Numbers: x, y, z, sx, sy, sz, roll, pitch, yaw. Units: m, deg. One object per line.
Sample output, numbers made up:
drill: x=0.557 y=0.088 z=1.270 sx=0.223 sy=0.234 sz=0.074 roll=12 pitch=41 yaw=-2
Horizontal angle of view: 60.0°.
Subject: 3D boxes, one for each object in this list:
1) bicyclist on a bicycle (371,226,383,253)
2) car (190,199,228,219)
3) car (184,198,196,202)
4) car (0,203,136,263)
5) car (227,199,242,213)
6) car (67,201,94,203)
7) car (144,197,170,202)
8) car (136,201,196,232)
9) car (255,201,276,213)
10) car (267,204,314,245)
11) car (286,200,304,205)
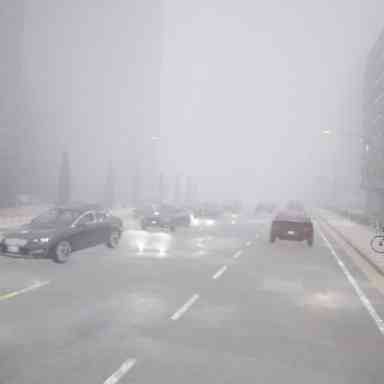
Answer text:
bicyclist on a bicycle: x=7.764 y=1.575 z=12.713 sx=1.656 sy=1.620 sz=0.582 roll=2 pitch=0 yaw=17
car: x=1.511 y=1.584 z=29.457 sx=1.994 sy=1.385 sz=4.181 roll=2 pitch=0 yaw=17
car: x=0.008 y=1.460 z=36.284 sx=1.837 sy=1.490 sz=4.892 roll=2 pitch=0 yaw=18
car: x=-4.146 y=1.323 z=11.440 sx=2.128 sy=1.511 sz=4.902 roll=2 pitch=0 yaw=17
car: x=4.623 y=1.602 z=39.211 sx=1.882 sy=1.535 sz=5.008 roll=2 pitch=0 yaw=18
car: x=-5.985 y=1.261 z=17.263 sx=1.837 sy=1.490 sz=4.892 roll=2 pitch=0 yaw=18
car: x=-2.983 y=1.208 z=26.790 sx=2.097 sy=1.767 sz=4.553 roll=2 pitch=0 yaw=17
car: x=-1.479 y=1.484 z=19.945 sx=1.994 sy=1.385 sz=4.181 roll=2 pitch=0 yaw=17
car: x=8.727 y=1.802 z=40.129 sx=1.812 sy=1.442 sz=4.674 roll=2 pitch=0 yaw=18
car: x=5.065 y=1.646 z=16.823 sx=1.882 sy=1.535 sz=5.008 roll=2 pitch=0 yaw=18
car: x=13.302 y=1.794 z=43.012 sx=2.097 sy=1.767 sz=4.553 roll=2 pitch=0 yaw=17
